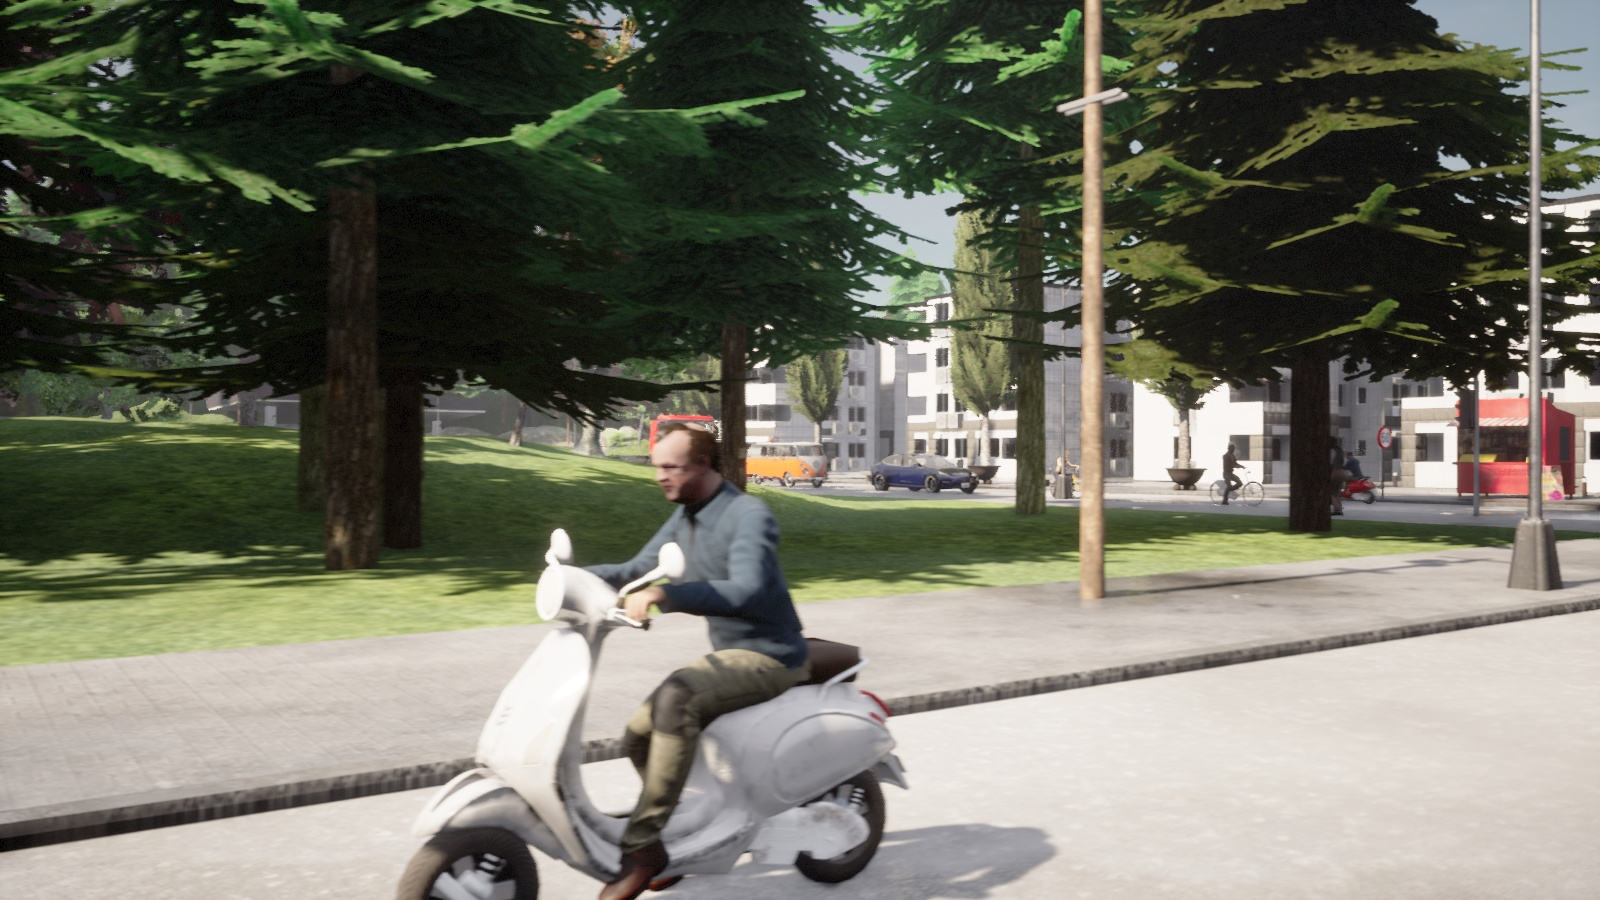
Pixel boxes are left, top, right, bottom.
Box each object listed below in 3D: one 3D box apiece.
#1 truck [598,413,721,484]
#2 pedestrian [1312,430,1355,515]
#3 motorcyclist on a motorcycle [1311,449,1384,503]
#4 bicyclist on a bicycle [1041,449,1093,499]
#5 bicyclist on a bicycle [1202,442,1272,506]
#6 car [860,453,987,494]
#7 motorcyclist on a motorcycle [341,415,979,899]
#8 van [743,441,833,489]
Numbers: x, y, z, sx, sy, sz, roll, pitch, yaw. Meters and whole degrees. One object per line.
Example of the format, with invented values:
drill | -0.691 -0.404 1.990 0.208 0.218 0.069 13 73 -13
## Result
truck | -7.366 -0.063 64.697 2.891 3.462 7.936 0 0 -35
pedestrian | 11.761 0.498 27.699 0.540 1.848 0.694 0 0 -38
motorcyclist on a motorcycle | 16.363 0.756 37.587 0.866 1.590 1.817 0 0 -35
bicyclist on a bicycle | 8.803 0.764 41.449 0.866 1.612 1.509 0 0 -35
bicyclist on a bicycle | 12.545 0.677 36.105 0.659 1.776 1.843 0 0 -34
car | 4.600 0.851 47.481 2.163 1.488 4.792 0 0 -35
motorcyclist on a motorcycle | -0.404 0.709 3.986 1.817 1.590 0.866 0 0 -35
van | -0.571 0.630 54.920 1.775 1.987 4.442 0 0 -35
